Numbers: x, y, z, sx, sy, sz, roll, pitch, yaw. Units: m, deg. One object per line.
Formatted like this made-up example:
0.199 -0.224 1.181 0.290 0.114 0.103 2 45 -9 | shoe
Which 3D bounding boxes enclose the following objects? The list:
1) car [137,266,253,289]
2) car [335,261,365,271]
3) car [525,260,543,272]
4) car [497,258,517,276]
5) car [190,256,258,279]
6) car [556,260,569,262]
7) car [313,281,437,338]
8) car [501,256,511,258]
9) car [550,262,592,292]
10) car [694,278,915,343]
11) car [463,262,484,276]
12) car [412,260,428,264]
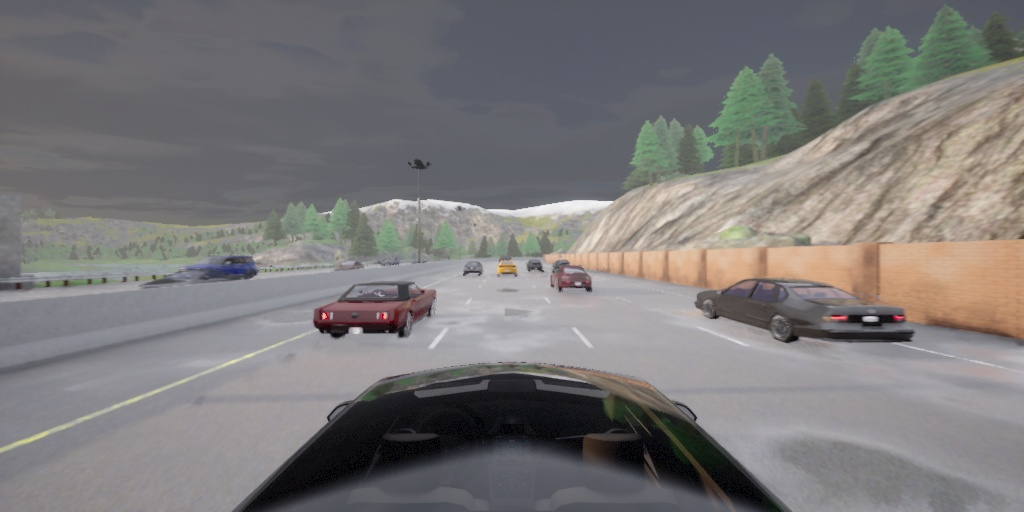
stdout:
-14.257 1.316 16.150 1.994 1.385 4.181 0 0 -1 | car
-18.274 1.273 40.722 1.812 1.442 4.674 0 0 -1 | car
2.795 1.243 45.305 1.837 1.490 4.892 0 0 -1 | car
-0.511 1.219 36.762 1.882 1.535 5.008 0 0 -1 | car
-21.477 0.977 26.538 2.150 2.045 5.566 0 0 -1 | car
6.294 1.242 45.396 1.837 1.490 4.892 0 0 -1 | car
-3.449 1.350 10.109 1.895 1.301 4.718 0 0 -1 | car
-1.081 0.955 62.057 2.150 2.045 5.566 0 0 -1 | car
3.372 1.269 20.905 1.812 1.442 4.674 0 0 -1 | car
7.070 1.293 9.597 2.033 1.411 5.357 0 0 0 | car
-4.037 1.290 37.905 2.033 1.411 5.357 0 0 -2 | car
-15.135 1.306 59.257 1.994 1.385 4.181 0 0 -1 | car
